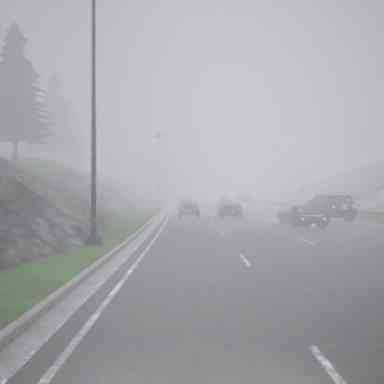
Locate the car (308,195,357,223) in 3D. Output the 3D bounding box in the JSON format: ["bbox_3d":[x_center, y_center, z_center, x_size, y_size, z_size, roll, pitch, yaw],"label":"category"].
[{"bbox_3d":[10.389,1.215,25.509,2.150,2.045,5.566,0,0,-2],"label":"car"}]

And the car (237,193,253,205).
[{"bbox_3d":[9.213,1.211,58.568,2.150,2.045,5.566,0,0,-2],"label":"car"}]

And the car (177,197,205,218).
[{"bbox_3d":[-0.297,1.489,30.280,2.128,1.511,4.902,0,0,-2],"label":"car"}]

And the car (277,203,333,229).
[{"bbox_3d":[6.973,1.597,21.426,1.895,1.301,4.718,0,0,-1],"label":"car"}]

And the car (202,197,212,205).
[{"bbox_3d":[2.283,1.520,56.597,1.812,1.442,4.674,0,-1,-2],"label":"car"}]

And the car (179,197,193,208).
[{"bbox_3d":[-0.952,1.472,49.056,1.882,1.535,5.008,0,0,-2],"label":"car"}]

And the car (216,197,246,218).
[{"bbox_3d":[3.227,1.474,29.793,1.882,1.535,5.008,0,0,-2],"label":"car"}]
